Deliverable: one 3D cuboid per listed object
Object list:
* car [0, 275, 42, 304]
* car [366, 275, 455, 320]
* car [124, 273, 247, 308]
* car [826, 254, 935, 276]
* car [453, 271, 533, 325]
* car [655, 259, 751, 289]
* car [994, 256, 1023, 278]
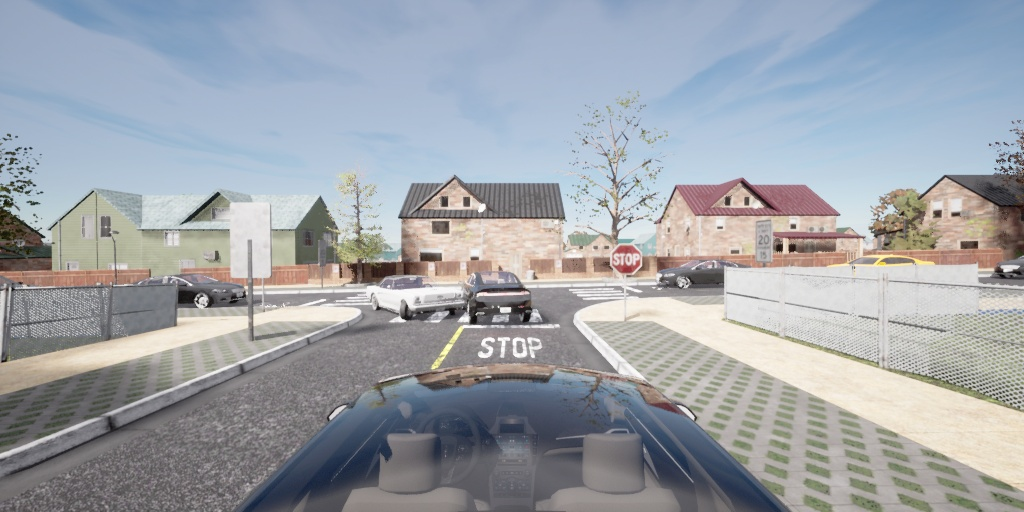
[{"bbox_3d":[-24.231,1.647,16.333,4.553,1.767,2.097,-1,1,0],"label":"car"},{"bbox_3d":[-3.596,1.367,12.866,1.895,1.301,4.718,0,0,-38],"label":"car"},{"bbox_3d":[-14.894,1.566,16.368,4.902,1.511,2.128,-1,1,0],"label":"car"},{"bbox_3d":[19.771,0.689,19.439,5.008,1.535,1.882,-1,1,0],"label":"car"},{"bbox_3d":[-0.679,1.242,12.005,2.128,1.511,4.902,0,0,-12],"label":"car"},{"bbox_3d":[10.341,0.925,19.408,4.902,1.511,2.128,-1,1,0],"label":"car"},{"bbox_3d":[29.396,0.477,19.470,4.902,1.511,2.128,-1,1,0],"label":"car"}]
